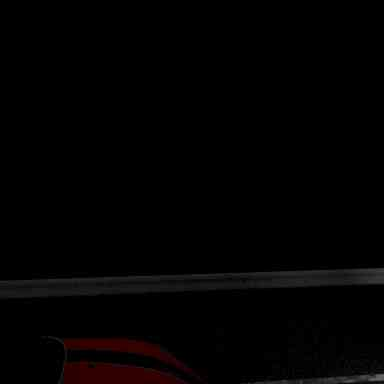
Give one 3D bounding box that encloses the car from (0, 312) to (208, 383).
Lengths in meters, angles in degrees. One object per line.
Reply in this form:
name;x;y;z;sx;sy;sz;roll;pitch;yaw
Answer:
car;-1.885;1.352;1.629;4.553;1.767;2.097;0;0;-6
